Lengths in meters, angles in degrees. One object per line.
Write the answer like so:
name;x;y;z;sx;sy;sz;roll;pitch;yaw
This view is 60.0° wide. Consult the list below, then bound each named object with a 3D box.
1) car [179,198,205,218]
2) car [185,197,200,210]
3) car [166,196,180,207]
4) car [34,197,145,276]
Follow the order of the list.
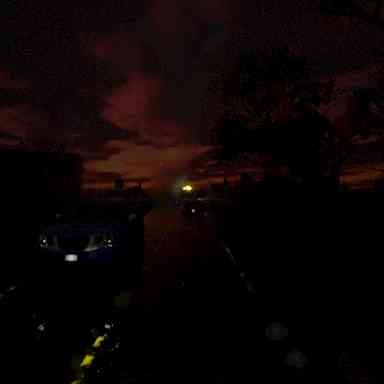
car;0.089;1.522;29.500;1.994;1.385;4.181;0;0;-1
car;0.072;1.456;43.061;1.812;1.442;4.674;0;0;0
car;-2.856;1.391;50.652;1.882;1.535;5.008;0;0;0
car;-2.848;1.209;10.618;2.150;2.045;5.566;0;0;0
